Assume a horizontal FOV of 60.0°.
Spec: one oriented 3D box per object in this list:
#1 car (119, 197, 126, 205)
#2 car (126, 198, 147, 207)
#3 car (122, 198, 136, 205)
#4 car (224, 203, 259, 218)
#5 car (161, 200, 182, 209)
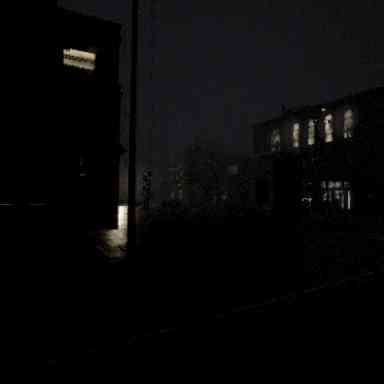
[{"bbox_3d":[-13.378,1.701,63.580,1.882,1.535,5.008,1,-1,-27],"label":"car"},{"bbox_3d":[-8.931,1.807,54.779,1.895,1.301,4.718,1,-1,-27],"label":"car"},{"bbox_3d":[-13.016,1.865,68.320,1.802,1.307,4.206,2,-1,-27],"label":"car"},{"bbox_3d":[4.868,1.766,33.032,2.008,1.369,4.403,2,-1,-27],"label":"car"},{"bbox_3d":[-3.038,1.790,48.597,1.887,1.381,4.507,2,-1,-27],"label":"car"}]
